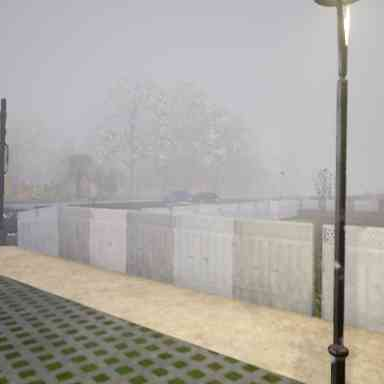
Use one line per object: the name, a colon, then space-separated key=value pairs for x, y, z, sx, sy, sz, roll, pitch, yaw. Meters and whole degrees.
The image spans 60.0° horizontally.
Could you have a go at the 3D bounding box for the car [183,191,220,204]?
car: x=1.546 y=0.678 z=41.714 sx=1.837 sy=1.490 sz=4.892 roll=4 pitch=3 yaw=41

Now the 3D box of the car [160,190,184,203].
car: x=-1.853 y=0.480 z=42.764 sx=1.882 sy=1.535 sz=5.008 roll=4 pitch=4 yaw=41
